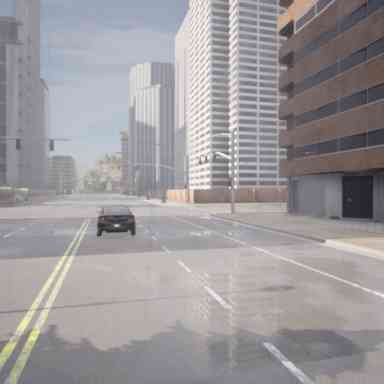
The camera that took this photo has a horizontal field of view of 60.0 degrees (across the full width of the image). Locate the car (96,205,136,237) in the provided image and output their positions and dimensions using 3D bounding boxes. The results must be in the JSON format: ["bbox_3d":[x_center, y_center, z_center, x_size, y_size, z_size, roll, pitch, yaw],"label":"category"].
[{"bbox_3d":[-4.157,1.431,18.103,1.882,1.535,5.008,0,0,-14],"label":"car"}]
